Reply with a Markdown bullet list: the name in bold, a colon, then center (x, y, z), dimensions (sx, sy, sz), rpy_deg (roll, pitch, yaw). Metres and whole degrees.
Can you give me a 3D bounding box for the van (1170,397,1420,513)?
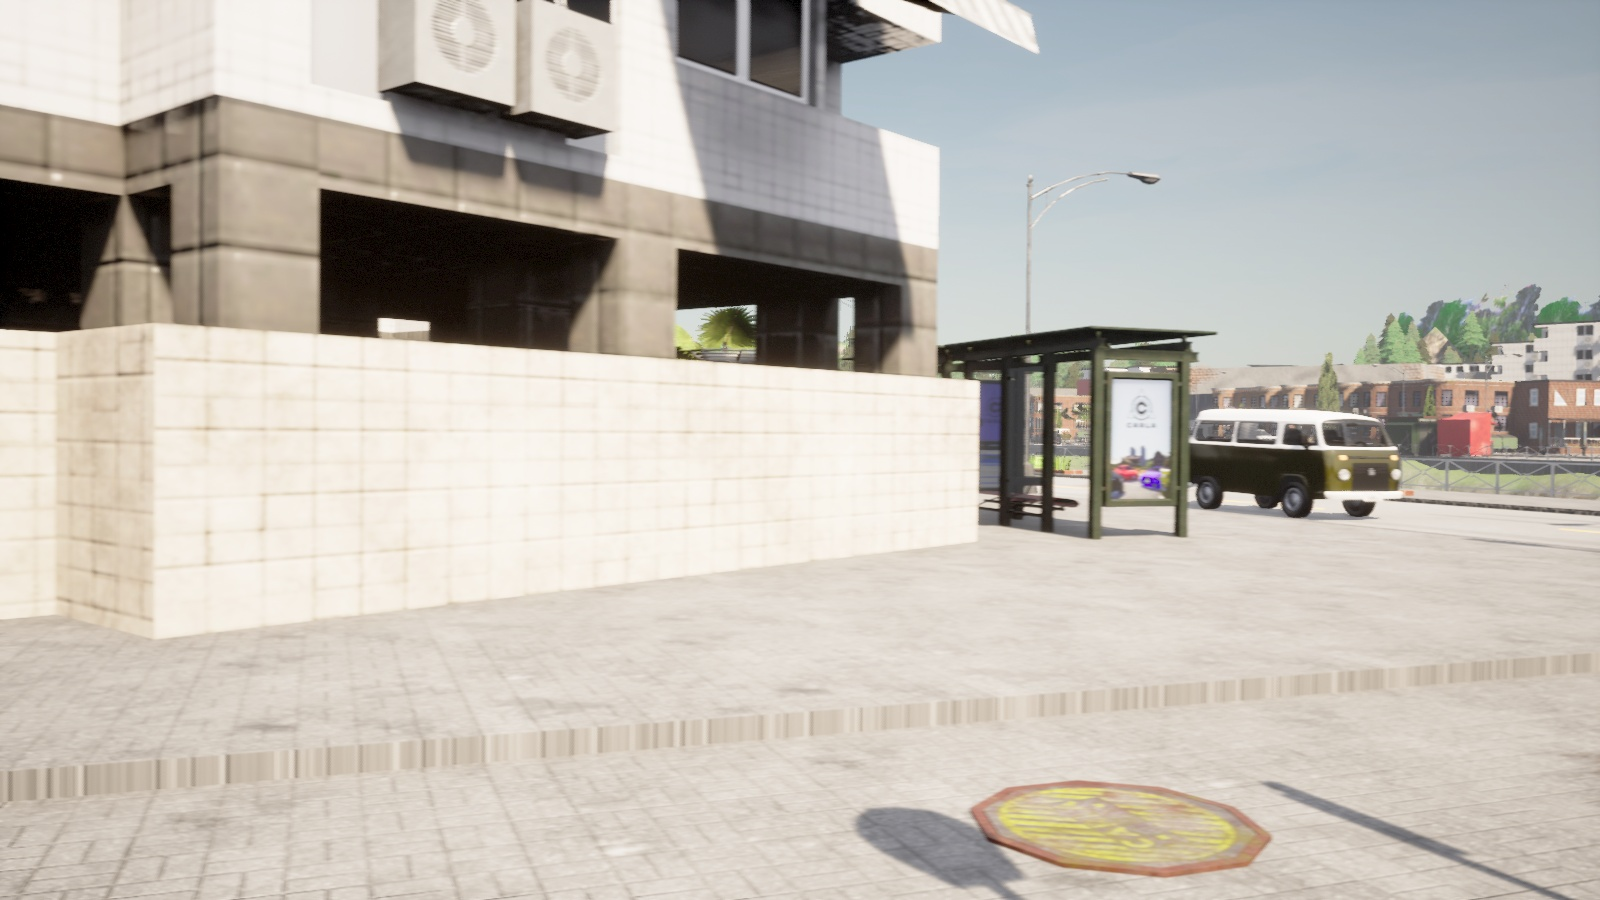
- **van**: center (9.502, 0.012, 24.551), dimensions (2.069, 2.038, 4.480), rpy_deg (-1, 2, -21)
